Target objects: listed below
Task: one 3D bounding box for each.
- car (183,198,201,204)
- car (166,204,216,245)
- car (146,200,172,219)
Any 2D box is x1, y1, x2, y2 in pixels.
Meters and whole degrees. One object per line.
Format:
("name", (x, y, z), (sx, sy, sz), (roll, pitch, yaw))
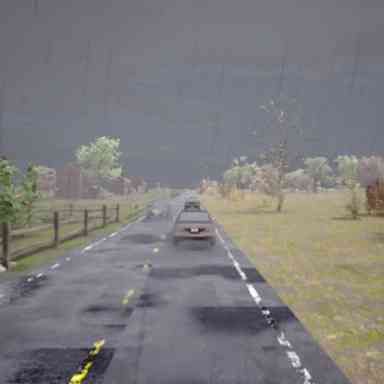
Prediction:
("car", (0.030, 1.440, 39.286), (1.837, 1.490, 4.892), (0, 0, 0))
("car", (0.097, 1.527, 15.460), (2.033, 1.411, 5.357), (0, 0, 0))
("car", (-2.781, 1.449, 28.593), (2.128, 1.511, 4.902), (0, 0, 0))
